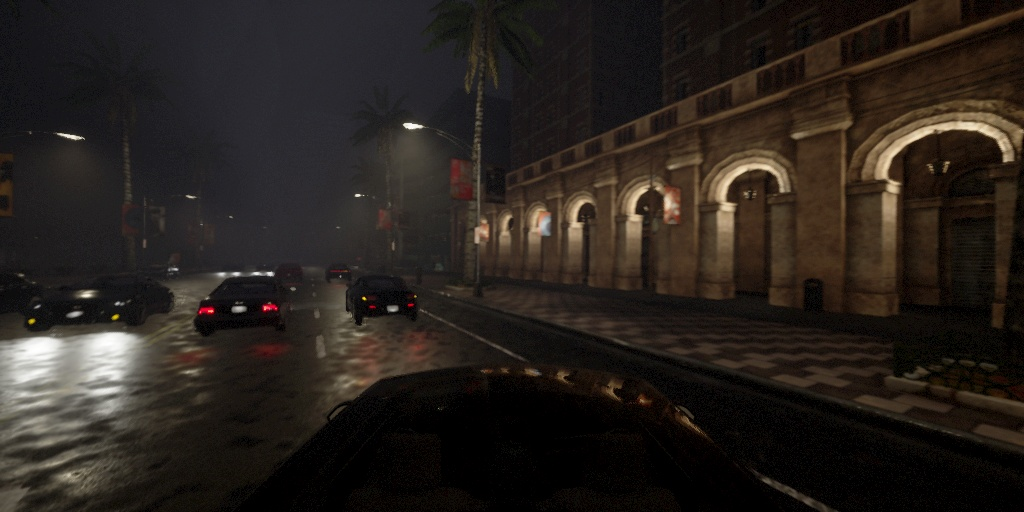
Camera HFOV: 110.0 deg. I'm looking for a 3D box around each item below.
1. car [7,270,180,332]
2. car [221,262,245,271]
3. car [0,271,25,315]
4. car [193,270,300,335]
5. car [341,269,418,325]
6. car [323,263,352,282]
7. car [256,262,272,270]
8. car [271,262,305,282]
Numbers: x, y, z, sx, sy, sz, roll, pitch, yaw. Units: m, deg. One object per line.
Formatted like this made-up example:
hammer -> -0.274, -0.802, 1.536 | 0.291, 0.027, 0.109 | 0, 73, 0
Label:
car -> -11.933, 1.276, 10.731 | 1.994, 1.385, 4.181 | 1, -1, -29
car -> -35.844, 1.390, 46.182 | 1.895, 1.301, 4.718 | 1, -1, -29
car -> -15.505, 1.175, 9.947 | 1.837, 1.490, 4.892 | 1, -1, -29
car -> -7.615, 1.301, 10.586 | 2.033, 1.411, 5.357 | 1, -1, -29
car -> -4.495, 1.323, 12.150 | 1.812, 1.442, 4.674 | 1, -1, -29
car -> -14.578, 1.361, 30.108 | 1.837, 1.490, 4.892 | 1, -1, -29
car -> -32.687, 1.434, 47.686 | 1.895, 1.301, 4.718 | 1, -1, -29
car -> -18.383, 1.293, 29.735 | 1.882, 1.535, 5.008 | 1, -1, -29
